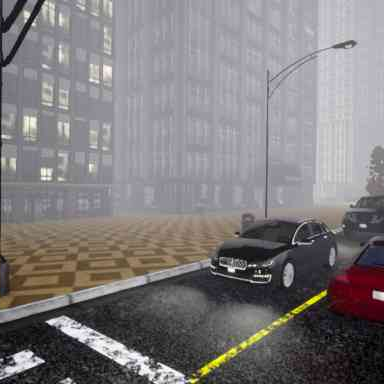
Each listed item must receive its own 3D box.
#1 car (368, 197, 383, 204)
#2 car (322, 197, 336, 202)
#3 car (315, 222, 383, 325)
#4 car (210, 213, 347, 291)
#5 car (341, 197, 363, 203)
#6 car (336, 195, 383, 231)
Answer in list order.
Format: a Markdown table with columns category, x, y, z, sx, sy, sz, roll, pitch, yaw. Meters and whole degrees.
| category | x | y | z | sx | sy | sz | roll | pitch | yaw |
| --- | --- | --- | --- | --- | --- | --- | --- | --- | --- |
| car | 37.876 | 1.658 | 66.302 | 2.008 | 1.369 | 4.403 | -1 | 0 | -34 |
| car | 35.374 | 1.860 | 84.976 | 1.947 | 1.339 | 4.313 | -1 | 0 | -34 |
| car | 4.262 | 1.568 | 6.581 | 1.994 | 1.385 | 4.181 | 1 | 0 | 41 |
| car | 2.477 | 1.477 | 9.188 | 1.837 | 1.490 | 4.892 | 1 | 0 | 41 |
| car | 38.523 | 1.815 | 80.315 | 1.947 | 1.339 | 4.313 | -1 | 0 | -34 |
| car | 9.672 | 1.203 | 17.223 | 2.150 | 2.045 | 5.566 | 1 | 0 | 42 |
